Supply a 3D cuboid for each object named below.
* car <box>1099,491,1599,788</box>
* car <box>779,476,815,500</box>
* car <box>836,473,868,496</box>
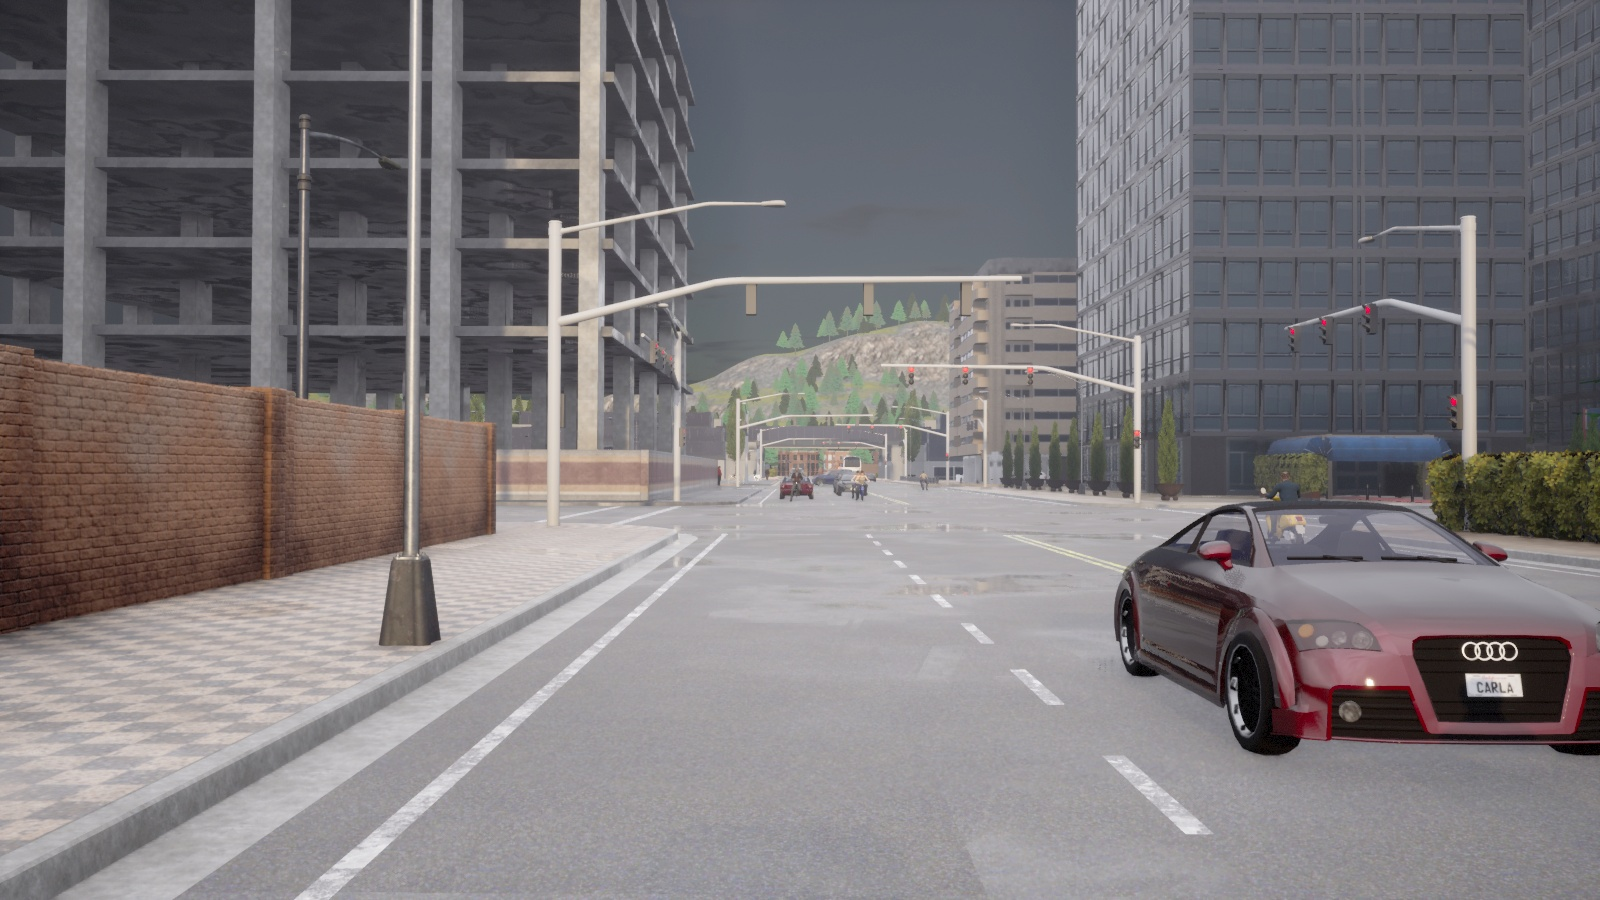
[{"bbox_3d":[3.480,1.004,8.286,1.994,1.385,4.181,0,-1,0],"label":"car"},{"bbox_3d":[-0.164,2.091,70.149,1.895,1.301,4.718,0,-1,0],"label":"car"},{"bbox_3d":[3.311,2.174,80.428,1.812,1.442,4.674,0,-1,0],"label":"car"}]
